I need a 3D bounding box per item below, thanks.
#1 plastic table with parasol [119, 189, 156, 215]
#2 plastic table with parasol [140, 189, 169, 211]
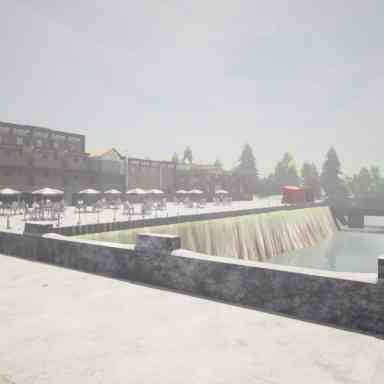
[{"bbox_3d":[-5.329,0.925,32.530,2.482,2.480,2.482,0,0,35],"label":"plastic table with parasol"},{"bbox_3d":[-4.571,0.925,40.219,2.482,2.480,2.482,0,0,35],"label":"plastic table with parasol"}]
